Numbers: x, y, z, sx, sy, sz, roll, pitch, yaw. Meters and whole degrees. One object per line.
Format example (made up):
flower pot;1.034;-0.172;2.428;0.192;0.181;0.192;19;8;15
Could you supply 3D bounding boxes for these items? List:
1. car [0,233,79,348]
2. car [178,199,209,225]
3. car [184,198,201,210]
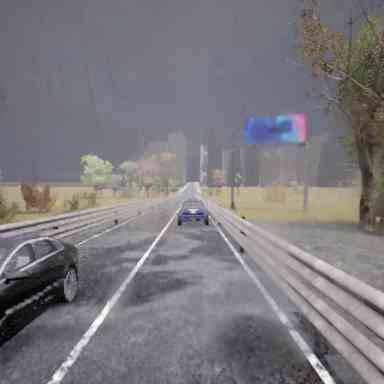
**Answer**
car;-3.352;1.490;5.343;2.128;1.511;4.902;0;0;0
car;0.081;1.346;24.283;2.097;1.767;4.553;0;0;0
car;0.062;1.553;42.558;1.994;1.385;4.181;0;0;0
